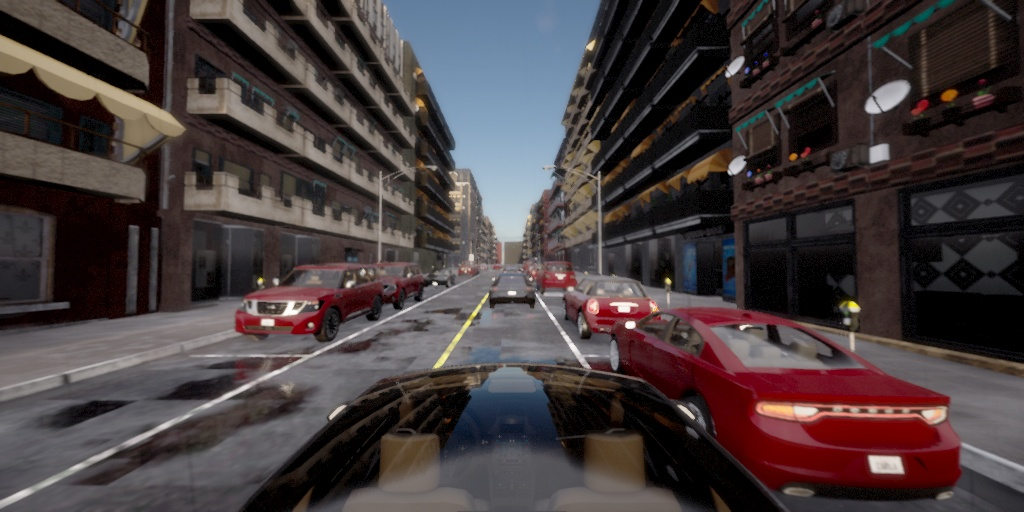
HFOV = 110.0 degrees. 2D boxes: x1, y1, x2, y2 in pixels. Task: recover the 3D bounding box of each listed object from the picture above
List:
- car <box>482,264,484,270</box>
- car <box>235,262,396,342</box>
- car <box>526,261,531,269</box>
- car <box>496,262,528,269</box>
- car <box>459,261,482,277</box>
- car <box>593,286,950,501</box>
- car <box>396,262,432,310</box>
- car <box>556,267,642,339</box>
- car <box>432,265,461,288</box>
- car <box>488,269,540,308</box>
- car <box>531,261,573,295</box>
[{"bbox_3d":[-5.300,1.803,48.999,1.888,1.381,4.507,0,0,0],"label":"car"},{"bbox_3d":[-5.312,1.148,10.289,2.192,1.841,5.009,0,0,0],"label":"car"},{"bbox_3d":[2.543,1.504,32.349,1.967,1.591,4.097,0,0,0],"label":"car"},{"bbox_3d":[0.011,1.544,31.167,2.128,1.511,4.902,0,-1,0],"label":"car"},{"bbox_3d":[-5.302,1.506,43.468,2.192,1.841,5.009,0,0,0],"label":"car"},{"bbox_3d":[2.569,1.324,4.695,1.888,1.381,4.507,0,0,0],"label":"car"},{"bbox_3d":[-5.310,1.204,15.819,2.192,1.841,5.009,0,0,0],"label":"car"},{"bbox_3d":[2.578,1.273,10.226,1.967,1.591,4.097,0,0,0],"label":"car"},{"bbox_3d":[-5.307,1.570,26.880,1.948,1.339,4.313,0,0,0],"label":"car"},{"bbox_3d":[0.007,1.457,16.179,1.994,1.385,4.181,0,-1,0],"label":"car"},{"bbox_3d":[2.540,1.260,21.287,2.192,1.841,5.009,0,0,0],"label":"car"}]
